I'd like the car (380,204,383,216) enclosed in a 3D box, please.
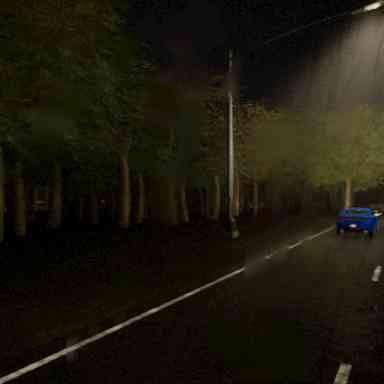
[{"bbox_3d":[19.674,1.956,35.209,1.994,1.385,4.181,-1,-1,32],"label":"car"}]

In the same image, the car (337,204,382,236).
[{"bbox_3d":[10.063,1.701,20.100,1.882,1.535,5.008,-1,-1,32],"label":"car"}]
